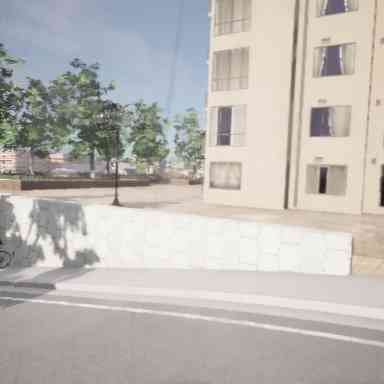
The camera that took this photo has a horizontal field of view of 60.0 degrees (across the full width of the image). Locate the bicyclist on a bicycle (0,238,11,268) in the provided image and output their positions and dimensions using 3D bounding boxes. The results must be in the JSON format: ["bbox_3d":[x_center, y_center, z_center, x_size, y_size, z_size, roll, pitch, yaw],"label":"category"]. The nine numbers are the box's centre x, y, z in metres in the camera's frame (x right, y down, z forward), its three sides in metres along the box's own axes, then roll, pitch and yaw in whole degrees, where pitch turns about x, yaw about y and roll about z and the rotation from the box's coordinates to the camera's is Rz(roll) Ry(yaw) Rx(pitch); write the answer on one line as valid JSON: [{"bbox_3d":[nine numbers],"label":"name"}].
[{"bbox_3d":[-7.708,2.207,12.635,0.582,1.620,1.656,-5,-1,31],"label":"bicyclist on a bicycle"}]
